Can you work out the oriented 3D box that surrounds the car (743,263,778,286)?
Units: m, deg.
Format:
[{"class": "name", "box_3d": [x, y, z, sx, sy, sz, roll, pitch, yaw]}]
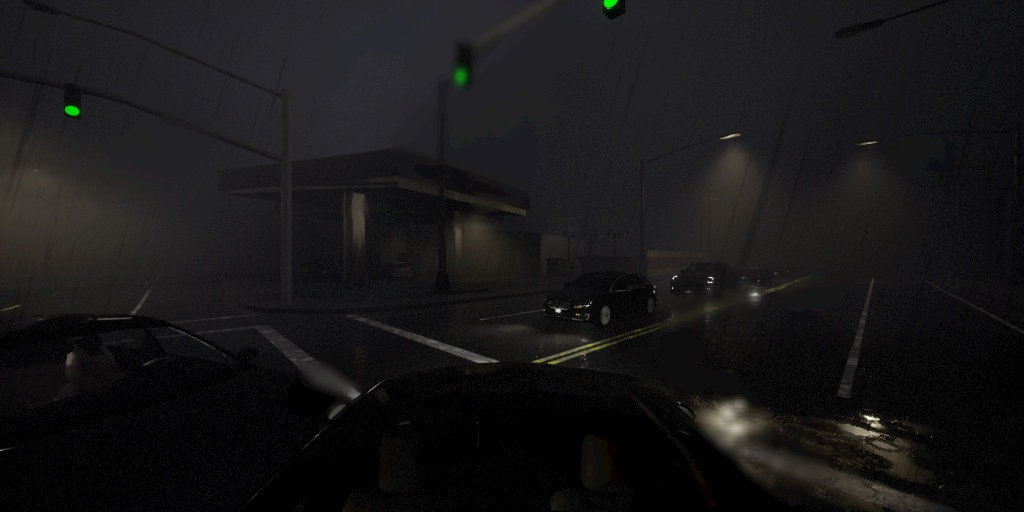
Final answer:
[{"class": "car", "box_3d": [16.890, 1.314, 25.201, 1.994, 1.385, 4.181, 0, 0, 45]}]

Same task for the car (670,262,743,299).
[{"class": "car", "box_3d": [9.897, 1.102, 18.358, 4.553, 1.767, 2.097, 0, 0, -44]}]

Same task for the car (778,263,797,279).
[{"class": "car", "box_3d": [24.092, 1.314, 32.185, 4.181, 1.385, 1.994, 0, 0, -44]}]

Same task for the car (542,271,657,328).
[{"class": "car", "box_3d": [2.993, 1.255, 11.579, 4.892, 1.490, 1.837, 0, 0, -45]}]

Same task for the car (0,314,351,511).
[{"class": "car", "box_3d": [-3.396, 1.242, 2.622, 4.902, 1.511, 2.128, 0, 0, 15]}]
